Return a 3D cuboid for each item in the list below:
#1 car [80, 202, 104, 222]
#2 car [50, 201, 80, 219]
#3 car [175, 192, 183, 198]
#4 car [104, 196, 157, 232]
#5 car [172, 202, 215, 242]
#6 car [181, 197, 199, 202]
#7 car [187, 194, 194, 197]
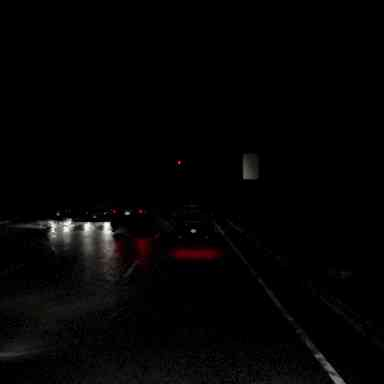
[{"bbox_3d":[-7.167,1.544,26.819,1.812,1.442,4.674,0,0,0],"label":"car"},{"bbox_3d":[-10.666,1.512,28.959,2.128,1.511,4.902,0,0,0],"label":"car"},{"bbox_3d":[-3.825,1.162,95.373,2.150,2.045,5.566,0,0,0],"label":"car"},{"bbox_3d":[-3.461,1.235,20.457,2.150,2.045,5.566,0,0,0],"label":"car"},{"bbox_3d":[0.052,1.489,16.466,1.882,1.535,5.008,0,0,0],"label":"car"},{"bbox_3d":[-0.004,1.511,32.891,2.128,1.511,4.902,0,0,0],"label":"car"},{"bbox_3d":[-0.325,1.287,95.326,2.097,1.767,4.553,0,0,0],"label":"car"}]
